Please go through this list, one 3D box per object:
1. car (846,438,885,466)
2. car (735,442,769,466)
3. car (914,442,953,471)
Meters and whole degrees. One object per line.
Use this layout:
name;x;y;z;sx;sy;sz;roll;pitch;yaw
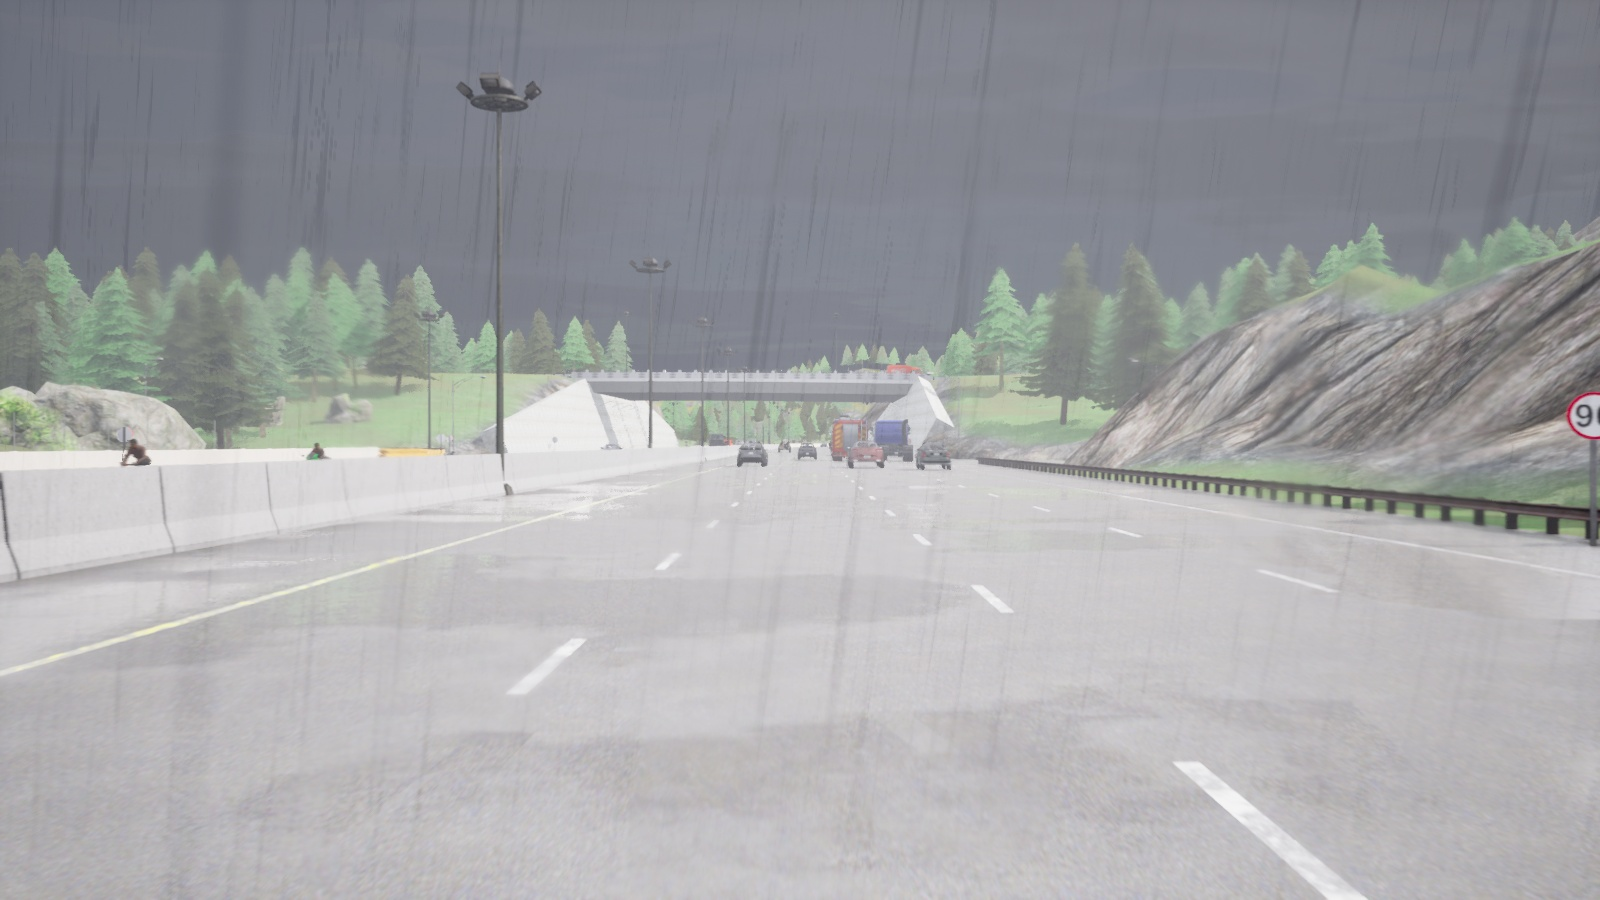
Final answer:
car;3.950;0.097;76.503;2.152;1.651;5.027;0;0;0
car;-3.030;0.240;80.005;2.007;1.525;4.514;0;0;0
car;7.414;0.335;70.173;1.789;1.549;3.705;0;0;0
